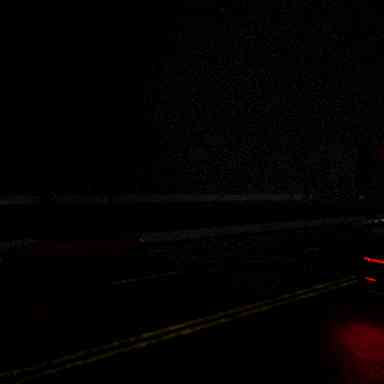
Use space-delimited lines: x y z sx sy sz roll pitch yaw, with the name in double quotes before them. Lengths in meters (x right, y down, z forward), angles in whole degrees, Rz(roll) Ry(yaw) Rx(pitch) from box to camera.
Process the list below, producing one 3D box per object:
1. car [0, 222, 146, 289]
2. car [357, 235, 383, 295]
"car" -3.414 1.560 9.232 4.181 1.385 1.994 0 0 -36
"car" 5.615 1.491 7.449 4.892 1.490 1.837 0 0 -36
